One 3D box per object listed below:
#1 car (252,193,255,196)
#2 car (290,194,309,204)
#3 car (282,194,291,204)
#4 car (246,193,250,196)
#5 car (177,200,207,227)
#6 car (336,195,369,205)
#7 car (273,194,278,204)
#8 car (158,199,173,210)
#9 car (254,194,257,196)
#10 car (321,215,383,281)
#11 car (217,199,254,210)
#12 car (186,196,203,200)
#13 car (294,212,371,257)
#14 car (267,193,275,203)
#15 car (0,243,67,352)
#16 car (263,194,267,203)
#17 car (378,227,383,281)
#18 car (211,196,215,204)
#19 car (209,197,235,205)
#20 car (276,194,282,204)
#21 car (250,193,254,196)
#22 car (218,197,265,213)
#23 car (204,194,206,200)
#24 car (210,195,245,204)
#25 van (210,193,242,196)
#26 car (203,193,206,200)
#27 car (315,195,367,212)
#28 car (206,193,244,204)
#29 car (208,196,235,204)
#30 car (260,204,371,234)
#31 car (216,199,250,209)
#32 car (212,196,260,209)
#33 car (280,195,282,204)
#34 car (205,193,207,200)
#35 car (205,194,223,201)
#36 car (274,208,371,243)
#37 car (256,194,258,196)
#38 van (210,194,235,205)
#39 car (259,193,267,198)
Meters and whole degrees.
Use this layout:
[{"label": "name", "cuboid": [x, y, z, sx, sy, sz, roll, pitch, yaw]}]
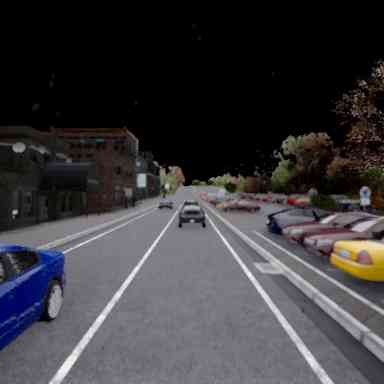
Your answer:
[{"label": "car", "cuboid": [18.843, 1.704, 87.134, 4.674, 1.452, 2.002, 0, 0, 0]}, {"label": "car", "cuboid": [18.876, 1.558, 53.714, 4.553, 1.767, 2.185, 0, 0, 0]}, {"label": "car", "cuboid": [18.930, 1.432, 56.624, 5.566, 2.045, 2.435, 0, 0, 0]}, {"label": "car", "cuboid": [18.800, 1.404, 92.702, 5.566, 2.045, 2.435, 0, 0, 0]}, {"label": "car", "cuboid": [0.000, 1.632, 24.111, 1.837, 1.490, 4.892, 0, 0, 0]}, {"label": "car", "cuboid": [18.904, 1.559, 39.788, 4.553, 1.767, 2.185, 0, 0, 0]}, {"label": "car", "cuboid": [18.855, 1.712, 64.854, 4.792, 1.488, 2.163, 0, 0, 0]}, {"label": "car", "cuboid": [-3.560, 1.698, 45.643, 2.033, 1.411, 5.357, 0, 0, 0]}, {"label": "car", "cuboid": [18.840, 1.668, 84.349, 5.008, 1.535, 2.097, 0, 0, 0]}, {"label": "car", "cuboid": [6.273, 1.471, 8.097, 5.366, 1.575, 1.946, 0, 0, 0]}, {"label": "car", "cuboid": [5.874, 1.714, 45.334, 4.792, 1.488, 2.163, 0, 0, 0]}, {"label": "car", "cuboid": [-0.099, 1.639, 42.082, 2.128, 1.511, 4.902, 0, 0, 0]}, {"label": "car", "cuboid": [6.092, 1.520, 10.923, 4.674, 1.452, 2.002, 0, 0, 0]}, {"label": "car", "cuboid": [18.905, 1.555, 70.423, 4.553, 1.767, 2.185, 0, 0, 0]}, {"label": "car", "cuboid": [-3.362, 1.507, 4.473, 1.882, 1.535, 5.008, 0, 0, 0]}, {"label": "car", "cuboid": [18.874, 1.681, 73.209, 4.892, 1.521, 2.231, 0, 0, 0]}, {"label": "car", "cuboid": [6.081, 1.469, 5.271, 5.008, 1.535, 2.097, 0, 0, 0]}, {"label": "car", "cuboid": [5.804, 1.714, 50.900, 4.792, 1.488, 2.163, 0, 0, 0]}, {"label": "car", "cuboid": [5.799, 1.684, 64.817, 4.892, 1.521, 2.231, 0, 0, 0]}, {"label": "car", "cuboid": [18.896, 1.683, 62.068, 5.008, 1.535, 2.097, 0, 0, 0]}, {"label": "car", "cuboid": [18.803, 1.534, 89.918, 4.553, 1.767, 2.185, 0, 0, 0]}, {"label": "car", "cuboid": [5.871, 1.725, 39.909, 4.674, 1.452, 2.002, 1, 0, 0]}, {"label": "car", "cuboid": [5.785, 1.717, 75.950, 4.674, 1.452, 2.002, 0, 0, 0]}, {"label": "car", "cuboid": [5.821, 1.685, 53.684, 4.892, 1.521, 2.231, 0, 0, 0]}, {"label": "van", "cuboid": [5.705, 1.458, 56.591, 4.442, 1.987, 1.878, 0, 0, 0]}, {"label": "car", "cuboid": [5.742, 1.702, 81.516, 4.792, 1.488, 2.163, 0, 0, 0]}, {"label": "car", "cuboid": [18.959, 1.433, 42.574, 5.566, 2.045, 2.435, 0, 0, 0]}, {"label": "car", "cuboid": [5.788, 1.432, 59.250, 5.566, 2.045, 2.435, 0, 0, 0]}, {"label": "car", "cuboid": [5.985, 1.679, 67.600, 5.366, 1.575, 1.946, 0, 0, 0]}, {"label": "car", "cuboid": [6.122, 1.520, 16.575, 4.792, 1.488, 2.163, 0, 0, 0]}, {"label": "car", "cuboid": [5.841, 1.724, 48.117, 4.674, 1.452, 2.002, 0, 0, 0]}, {"label": "car", "cuboid": [5.664, 1.681, 42.550, 5.366, 1.575, 1.946, 0, 0, 0]}, {"label": "car", "cuboid": [19.081, 1.680, 59.409, 5.366, 1.575, 1.946, 0, 0, 0]}, {"label": "car", "cuboid": [5.757, 1.554, 73.167, 4.553, 1.767, 2.185, 0, 0, 0]}, {"label": "car", "cuboid": [5.729, 1.539, 87.083, 4.553, 1.767, 2.185, 0, 0, 0]}, {"label": "car", "cuboid": [6.094, 1.525, 13.748, 4.674, 1.452, 2.002, 0, 0, 0]}, {"label": "car", "cuboid": [18.819, 1.546, 81.565, 4.553, 1.767, 2.185, 0, 0, 0]}, {"label": "van", "cuboid": [5.694, 1.458, 62.033, 4.442, 1.987, 1.878, 0, 0, 0]}, {"label": "car", "cuboid": [18.834, 1.426, 75.992, 5.566, 2.045, 2.435, 0, 0, 0]}]
